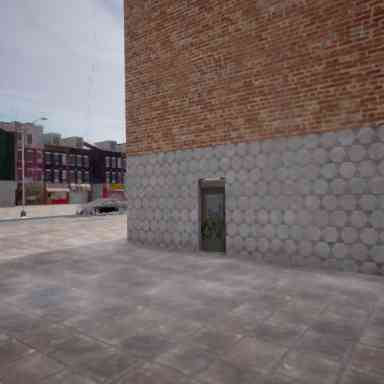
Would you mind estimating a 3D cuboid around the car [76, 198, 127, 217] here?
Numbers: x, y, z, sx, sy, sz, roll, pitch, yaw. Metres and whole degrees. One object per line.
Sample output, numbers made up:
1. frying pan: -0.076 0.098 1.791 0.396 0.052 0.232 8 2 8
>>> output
1. car: -8.077 1.350 30.032 2.128 1.511 4.902 -2 0 36
